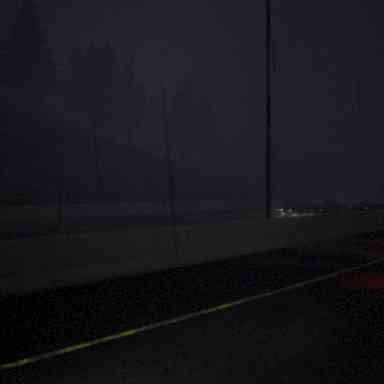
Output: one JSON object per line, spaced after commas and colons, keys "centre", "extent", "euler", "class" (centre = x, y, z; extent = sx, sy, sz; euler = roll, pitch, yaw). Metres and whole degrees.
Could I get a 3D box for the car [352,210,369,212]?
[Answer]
{"centre": [17.597, 1.587, 33.635], "extent": [1.895, 1.301, 4.718], "euler": [0, 0, 45], "class": "car"}
